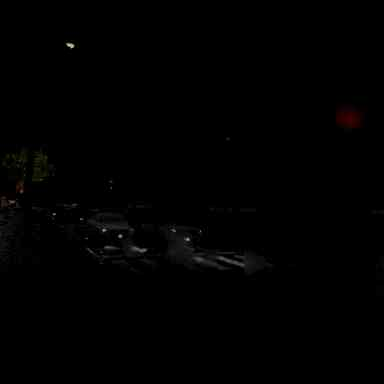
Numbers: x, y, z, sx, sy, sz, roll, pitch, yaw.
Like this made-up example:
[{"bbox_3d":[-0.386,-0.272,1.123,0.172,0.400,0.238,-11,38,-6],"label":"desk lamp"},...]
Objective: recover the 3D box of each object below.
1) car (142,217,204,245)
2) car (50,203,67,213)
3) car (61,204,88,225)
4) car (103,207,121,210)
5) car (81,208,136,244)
[{"bbox_3d":[-1.175,2.078,18.492,1.895,1.301,4.718,4,-2,-26],"label":"car"},{"bbox_3d":[-19.449,2.386,48.338,1.895,1.301,4.718,4,-3,-26],"label":"car"},{"bbox_3d":[-9.775,2.027,28.573,1.994,1.385,4.181,4,-2,-26],"label":"car"},{"bbox_3d":[-7.447,2.165,31.194,1.837,1.490,4.892,4,-2,-26],"label":"car"},{"bbox_3d":[-4.447,1.833,17.745,1.812,1.442,4.674,4,-2,-28],"label":"car"}]
